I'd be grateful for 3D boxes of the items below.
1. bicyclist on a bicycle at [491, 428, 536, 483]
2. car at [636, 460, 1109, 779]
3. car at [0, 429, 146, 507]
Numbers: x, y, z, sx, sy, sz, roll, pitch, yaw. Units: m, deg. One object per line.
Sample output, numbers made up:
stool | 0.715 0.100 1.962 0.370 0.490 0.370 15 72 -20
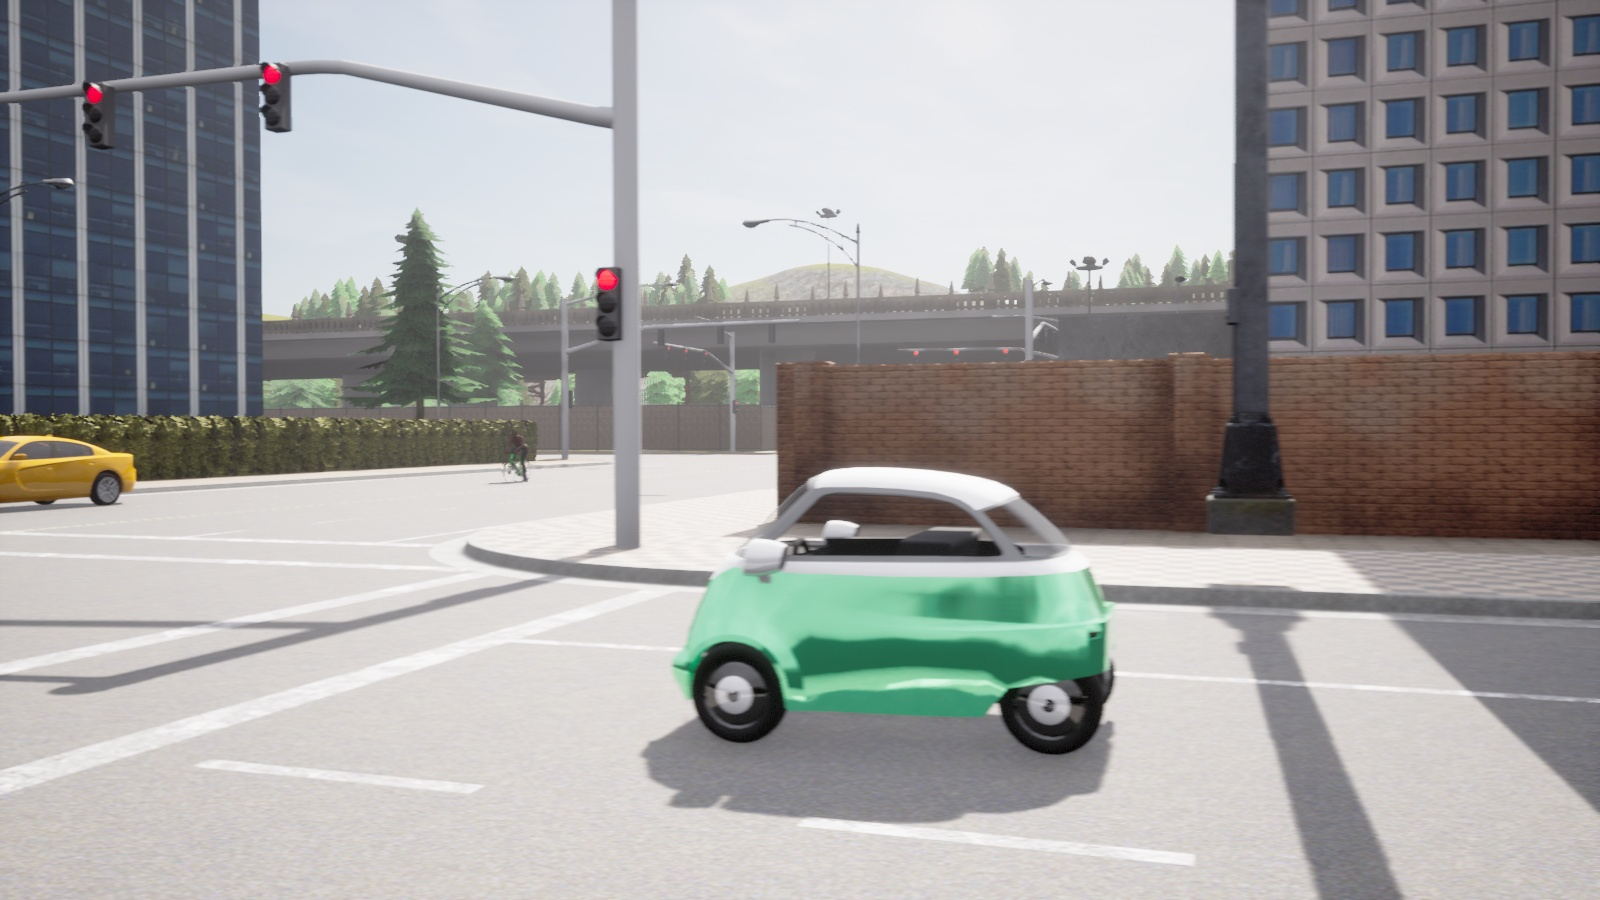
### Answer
bicyclist on a bicycle | -8.679 0.138 38.086 0.582 1.620 1.656 0 1 16
car | 0.451 0.776 6.720 2.207 1.376 1.481 1 1 18
car | -16.247 0.329 25.891 1.882 1.535 5.008 1 1 18
